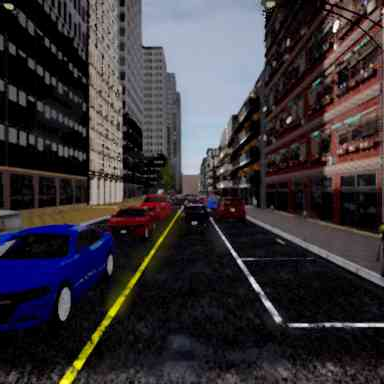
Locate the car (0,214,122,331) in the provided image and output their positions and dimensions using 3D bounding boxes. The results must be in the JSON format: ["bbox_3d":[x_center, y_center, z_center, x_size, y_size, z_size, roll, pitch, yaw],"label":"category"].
[{"bbox_3d":[-3.079,1.492,7.295,1.882,1.535,5.008,0,0,0],"label":"car"}]

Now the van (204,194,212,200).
[{"bbox_3d":[2.786,1.311,41.305,1.690,1.788,3.998,0,0,0],"label":"van"}]

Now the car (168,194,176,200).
[{"bbox_3d":[-5.465,1.469,91.284,1.967,1.590,4.097,-1,0,0],"label":"car"}]

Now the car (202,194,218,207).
[{"bbox_3d":[2.814,1.285,52.407,2.192,1.841,5.009,0,0,0],"label":"car"}]

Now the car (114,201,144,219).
[{"bbox_3d":[-5.622,1.548,30.054,1.752,1.417,4.829,0,0,0],"label":"car"}]

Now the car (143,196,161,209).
[{"bbox_3d":[-5.579,1.461,46.876,1.967,1.590,4.097,0,0,0],"label":"car"}]

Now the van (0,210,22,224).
[{"bbox_3d":[-5.680,1.371,8.020,1.690,1.788,3.998,0,0,0],"label":"van"}]

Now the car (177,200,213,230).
[{"bbox_3d":[0.144,1.495,21.148,1.837,1.490,4.892,0,0,0],"label":"car"}]

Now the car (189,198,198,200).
[{"bbox_3d":[0.187,1.549,46.494,1.994,1.385,4.181,0,0,0],"label":"car"}]

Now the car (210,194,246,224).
[{"bbox_3d":[2.743,1.289,24.653,2.192,1.841,5.009,0,0,0],"label":"car"}]

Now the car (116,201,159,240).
[{"bbox_3d":[-3.045,1.488,17.305,1.882,1.535,5.008,0,0,0],"label":"car"}]

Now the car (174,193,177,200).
[{"bbox_3d":[-5.478,1.609,85.733,1.802,1.307,4.206,0,0,0],"label":"car"}]

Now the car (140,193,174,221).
[{"bbox_3d":[-3.008,1.226,27.843,2.150,2.045,5.566,0,0,0],"label":"car"}]

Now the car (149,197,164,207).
[{"bbox_3d":[-5.565,1.546,52.257,1.752,1.417,4.829,0,0,0],"label":"car"}]

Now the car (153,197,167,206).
[{"bbox_3d":[-5.550,1.572,57.979,2.008,1.369,4.403,0,0,0],"label":"car"}]
